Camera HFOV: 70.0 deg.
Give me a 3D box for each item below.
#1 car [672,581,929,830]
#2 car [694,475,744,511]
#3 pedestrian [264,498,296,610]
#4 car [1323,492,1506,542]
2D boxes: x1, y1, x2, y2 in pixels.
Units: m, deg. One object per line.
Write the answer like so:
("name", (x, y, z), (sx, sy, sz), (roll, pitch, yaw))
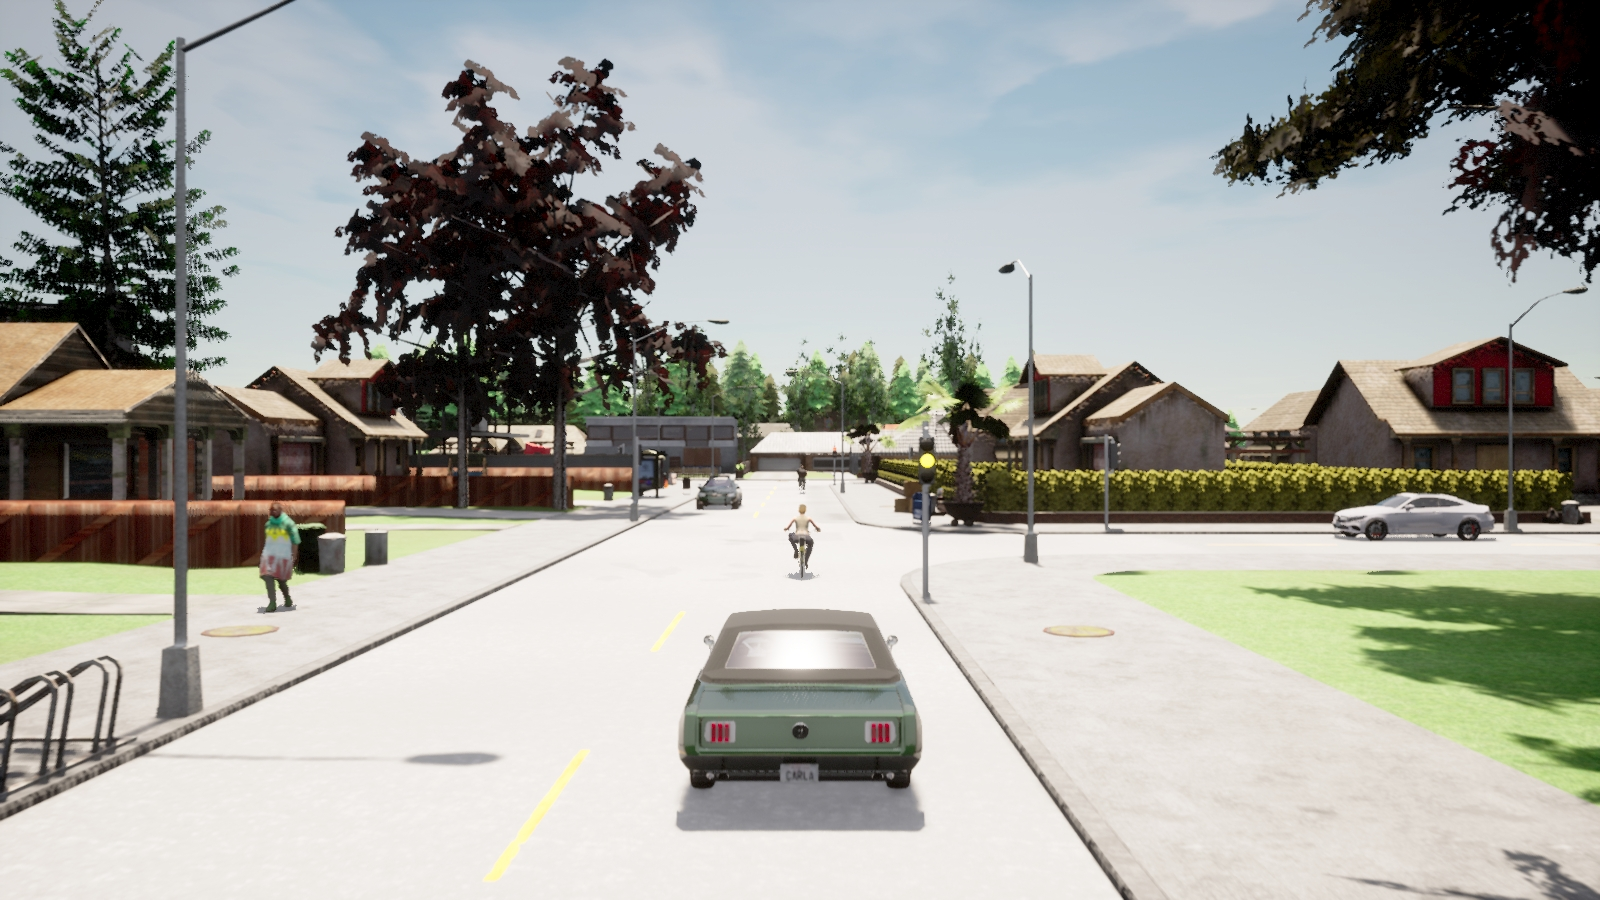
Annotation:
("car", (0.005, 2.153, 10.789), (1.895, 1.301, 4.718), (0, 0, 0))
("car", (-3.874, 2.030, 55.222), (2.038, 1.542, 4.974), (0, 0, 0))
("pedestrian", (-8.772, 1.740, 19.285), (0.375, 1.860, 0.375), (0, 0, 1))
("car", (19.211, 2.076, 35.860), (4.674, 1.442, 2.002), (0, 0, 0))
